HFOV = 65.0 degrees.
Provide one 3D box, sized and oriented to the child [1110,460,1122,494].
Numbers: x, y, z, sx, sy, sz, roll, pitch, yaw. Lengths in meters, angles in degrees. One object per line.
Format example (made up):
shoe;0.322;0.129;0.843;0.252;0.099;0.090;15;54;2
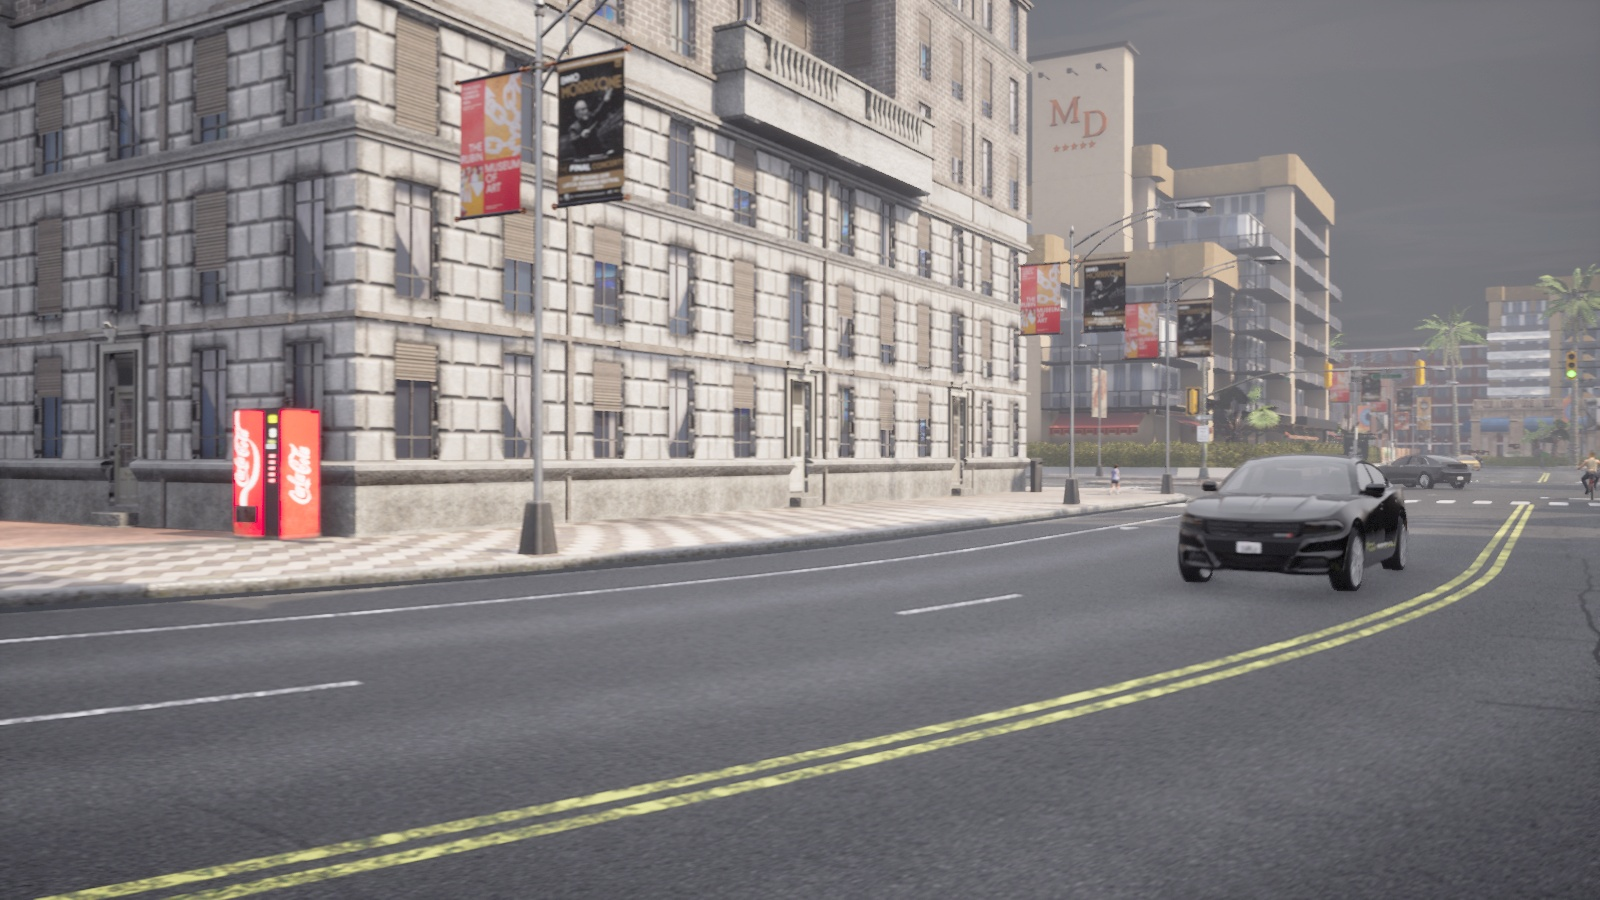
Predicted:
child;10.334;0.882;41.051;0.255;1.110;0.394;0;0;37

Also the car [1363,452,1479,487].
car;27.618;0.852;56.048;1.837;1.490;4.892;0;0;-15

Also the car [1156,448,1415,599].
car;6.120;0.755;15.412;1.882;1.535;5.008;0;0;34
